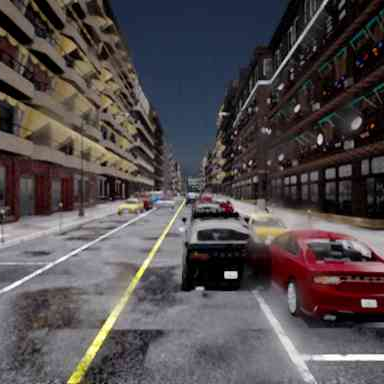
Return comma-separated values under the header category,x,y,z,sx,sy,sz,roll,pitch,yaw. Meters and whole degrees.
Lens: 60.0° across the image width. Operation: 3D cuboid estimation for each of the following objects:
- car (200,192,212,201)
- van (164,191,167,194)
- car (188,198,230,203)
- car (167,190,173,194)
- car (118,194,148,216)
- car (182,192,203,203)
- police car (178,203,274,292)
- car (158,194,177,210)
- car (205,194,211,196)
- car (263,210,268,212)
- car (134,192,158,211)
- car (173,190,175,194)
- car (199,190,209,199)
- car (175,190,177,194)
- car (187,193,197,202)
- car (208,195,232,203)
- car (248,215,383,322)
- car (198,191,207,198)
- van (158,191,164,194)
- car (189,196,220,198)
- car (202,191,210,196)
category,x,y,z,sx,sy,sz,roll,pitch,yaw
car,2.635,0.826,62.381,1.967,1.590,4.097,1,0,0
van,-5.257,0.820,51.385,1.690,1.788,3.998,1,1,0
car,0.837,1.299,18.748,1.837,1.490,4.892,0,1,0
car,-5.249,0.701,62.445,2.192,1.841,5.009,1,0,0
car,-5.276,1.215,29.096,1.752,1.417,4.829,2,1,0
car,0.037,1.081,45.267,2.033,1.411,5.357,0,1,0
police car,0.677,1.325,8.834,1.930,1.638,5.238,0,1,-1
car,-2.824,1.217,36.522,1.895,1.301,4.718,0,1,0
car,2.607,1.184,34.729,2.008,1.369,4.403,1,1,0
car,2.593,1.382,12.778,1.752,1.417,4.829,1,1,0
car,-5.267,0.948,34.795,2.192,1.841,5.009,2,1,0
car,-5.246,0.656,67.975,2.192,1.841,5.009,1,0,0
car,2.604,0.612,73.441,2.192,1.841,5.009,1,0,0
car,-5.245,0.820,79.039,1.947,1.339,4.313,1,0,0
car,0.040,0.936,59.464,1.812,1.442,4.674,0,0,0
car,2.603,1.233,29.197,1.887,1.381,4.507,1,1,0
car,2.589,1.464,7.076,1.887,1.381,4.507,1,1,0
car,2.607,0.655,84.505,1.967,1.590,4.097,1,0,0
van,-5.260,0.869,45.853,1.690,1.788,3.998,2,1,0
car,0.841,1.259,24.749,1.812,1.442,4.674,0,1,0
car,2.618,1.024,51.320,1.887,1.381,4.507,1,0,0
